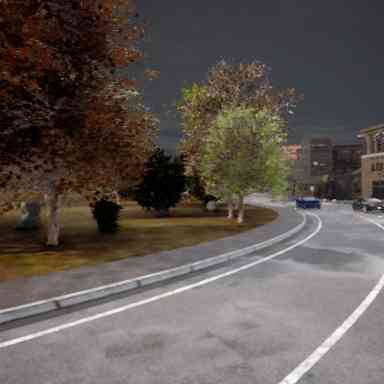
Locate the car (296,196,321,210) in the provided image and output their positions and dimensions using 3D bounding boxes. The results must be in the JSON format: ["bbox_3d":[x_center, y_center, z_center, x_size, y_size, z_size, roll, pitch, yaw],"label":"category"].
[{"bbox_3d":[14.048,1.255,40.210,1.882,1.535,5.008,-1,0,3],"label":"car"}]

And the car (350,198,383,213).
[{"bbox_3d":[17.601,1.283,33.336,1.812,1.442,4.674,-1,0,3],"label":"car"}]
